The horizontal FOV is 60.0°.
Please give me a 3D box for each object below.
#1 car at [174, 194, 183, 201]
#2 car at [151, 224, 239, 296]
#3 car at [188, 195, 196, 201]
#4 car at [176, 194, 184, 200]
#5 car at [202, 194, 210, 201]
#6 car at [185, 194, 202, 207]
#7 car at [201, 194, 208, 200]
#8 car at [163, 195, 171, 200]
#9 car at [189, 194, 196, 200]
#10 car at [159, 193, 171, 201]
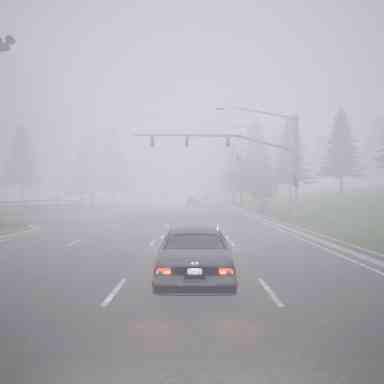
[{"bbox_3d":[-3.456,1.544,83.907,1.812,1.442,4.674,0,0,0],"label":"car"},{"bbox_3d":[0.071,1.550,8.807,2.033,1.411,5.357,0,0,0],"label":"car"},{"bbox_3d":[0.044,1.558,83.489,2.033,1.411,5.357,0,0,0],"label":"car"},{"bbox_3d":[-3.451,1.388,93.911,2.128,1.511,4.902,0,0,0],"label":"car"},{"bbox_3d":[3.544,1.519,83.487,1.837,1.490,4.892,0,0,0],"label":"car"},{"bbox_3d":[0.025,1.369,52.846,2.097,1.767,4.553,0,0,0],"label":"car"},{"bbox_3d":[3.549,1.341,93.907,1.882,1.535,5.008,0,0,0],"label":"car"},{"bbox_3d":[-6.951,1.415,93.912,1.994,1.385,4.181,0,0,0],"label":"car"},{"bbox_3d":[0.049,1.341,93.909,1.882,1.535,5.008,0,0,0],"label":"car"},{"bbox_3d":[-6.956,1.244,83.522,2.150,2.045,5.566,0,0,0],"label":"car"}]
